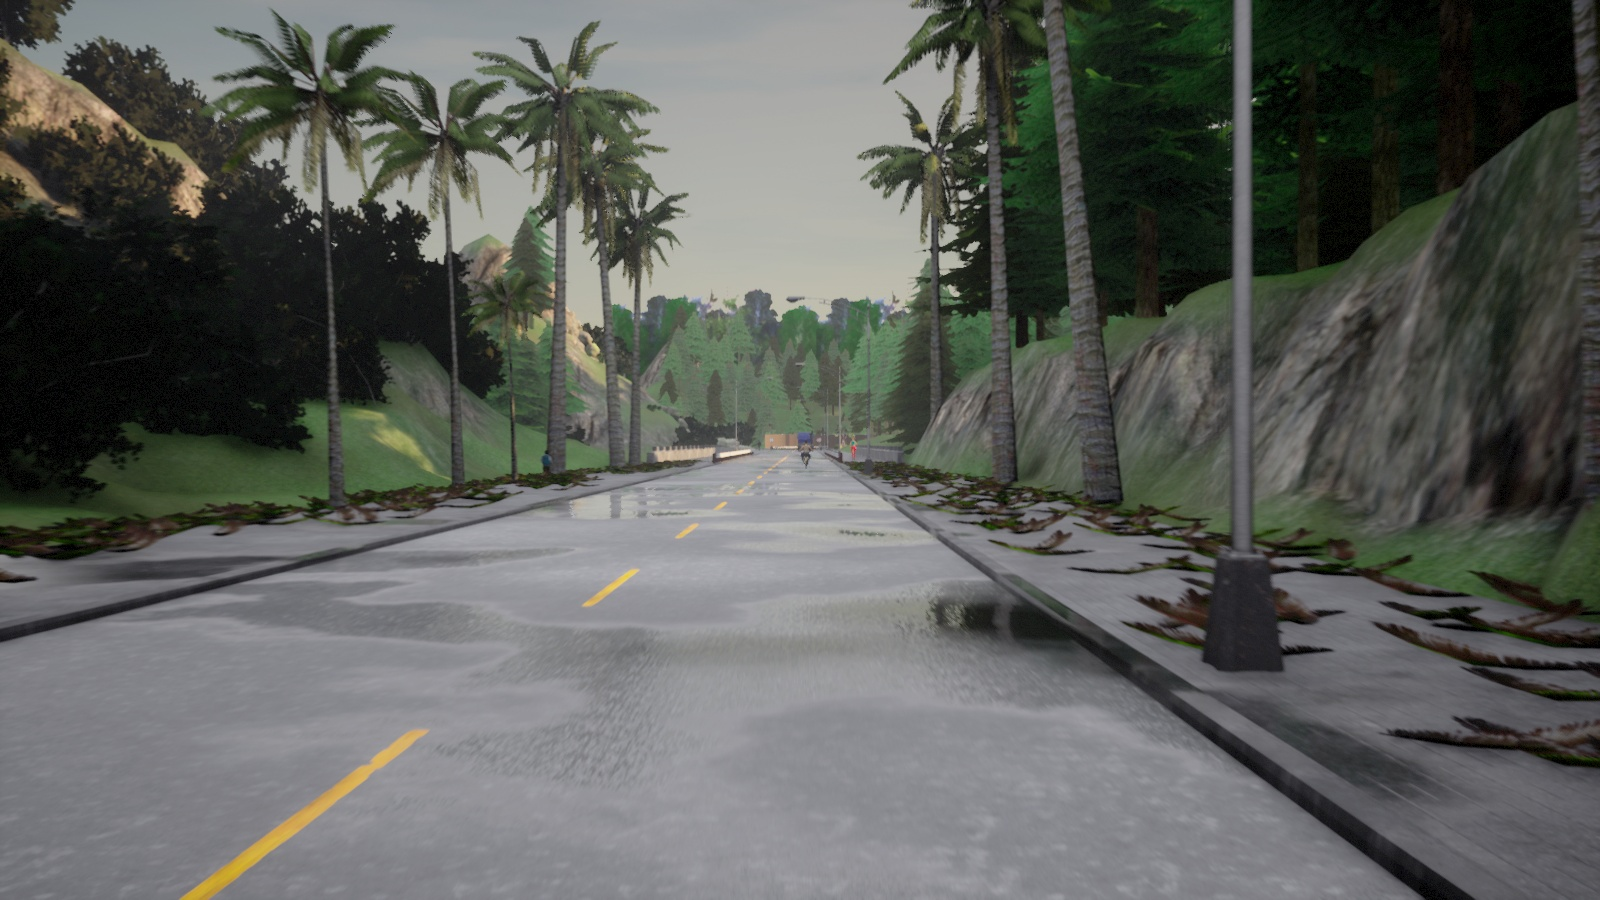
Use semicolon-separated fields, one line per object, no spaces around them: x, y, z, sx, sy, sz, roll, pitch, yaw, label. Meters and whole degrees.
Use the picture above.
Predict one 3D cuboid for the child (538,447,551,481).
-9.021;0.489;44.351;0.343;1.192;0.448;0;0;1;child
